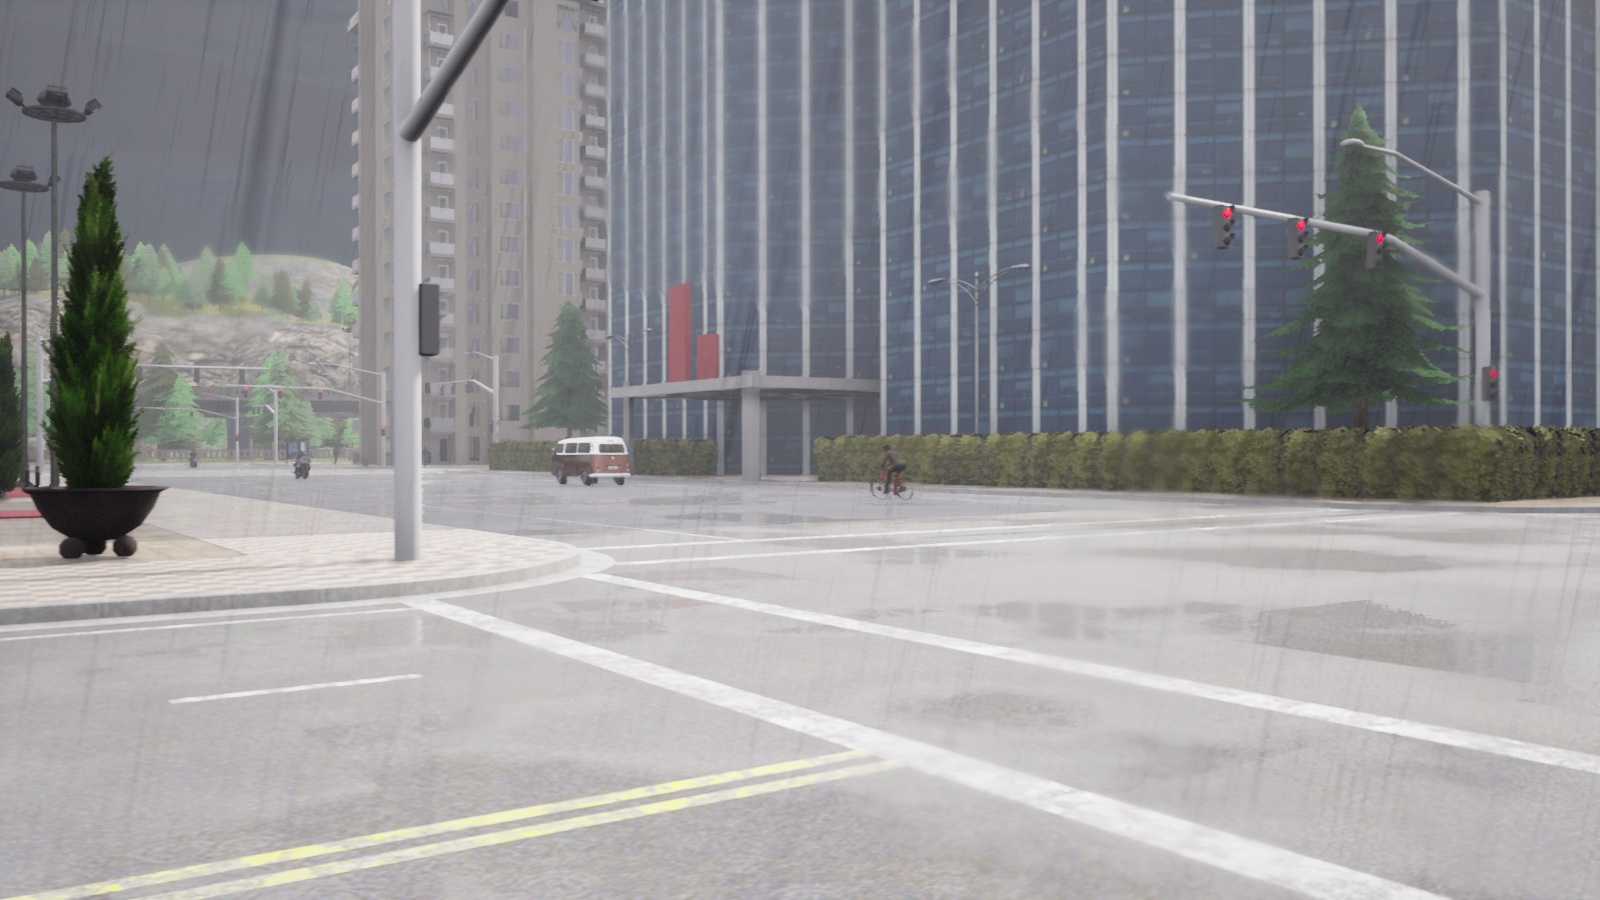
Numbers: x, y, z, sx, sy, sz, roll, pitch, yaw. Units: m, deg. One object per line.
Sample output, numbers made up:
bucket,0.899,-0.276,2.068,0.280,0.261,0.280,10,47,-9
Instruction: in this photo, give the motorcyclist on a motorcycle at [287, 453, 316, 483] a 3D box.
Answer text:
motorcyclist on a motorcycle,-25.746,0.911,64.853,0.866,1.530,2.191,0,0,-35

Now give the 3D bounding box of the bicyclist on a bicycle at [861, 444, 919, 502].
bicyclist on a bicycle,2.608,0.662,36.572,0.582,1.620,1.656,-3,1,-44

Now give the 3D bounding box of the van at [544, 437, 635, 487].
van,-8.959,0.498,53.205,2.069,2.038,4.480,0,0,-35
